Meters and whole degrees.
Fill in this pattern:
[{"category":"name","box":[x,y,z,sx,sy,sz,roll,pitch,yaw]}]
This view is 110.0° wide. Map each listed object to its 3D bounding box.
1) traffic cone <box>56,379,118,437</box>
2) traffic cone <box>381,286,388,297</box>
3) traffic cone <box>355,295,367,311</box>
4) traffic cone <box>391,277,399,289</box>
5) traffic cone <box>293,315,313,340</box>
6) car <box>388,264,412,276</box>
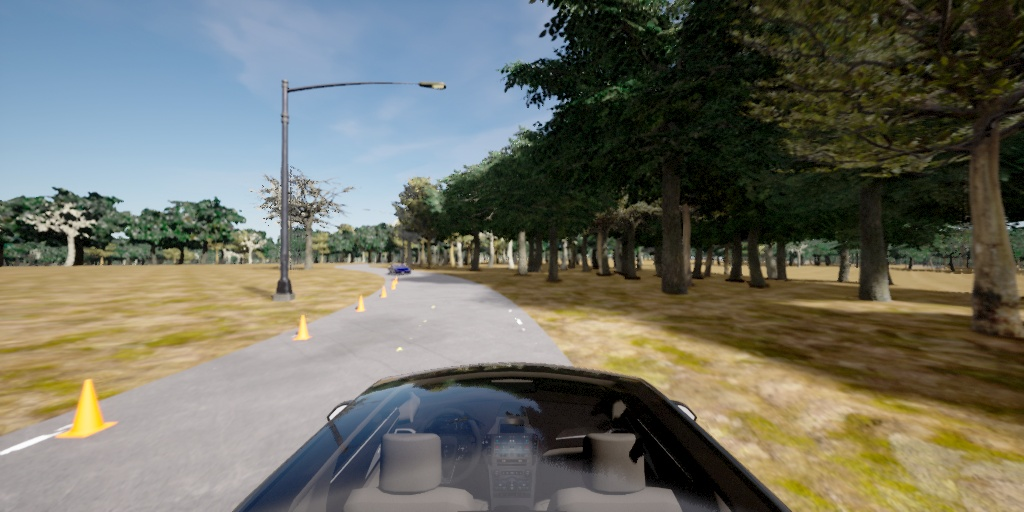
[{"category":"traffic cone","box":[-4.940,1.736,4.178,0.340,0.580,0.340,0,0,-2]},{"category":"traffic cone","box":[-6.660,1.837,18.639,0.340,0.580,0.340,0,0,-11]},{"category":"traffic cone","box":[-5.836,1.809,13.851,0.340,0.580,0.340,0,0,-8]},{"category":"traffic cone","box":[-7.733,1.861,23.378,0.340,0.580,0.340,0,0,-14]},{"category":"traffic cone","box":[-5.261,1.775,9.026,0.340,0.580,0.340,0,0,-5]},{"category":"car","box":[-13.198,1.560,41.914,1.895,1.301,4.718,0,0,-28]}]
